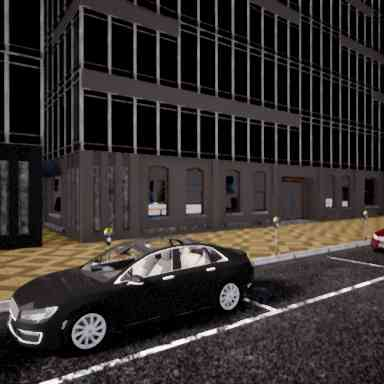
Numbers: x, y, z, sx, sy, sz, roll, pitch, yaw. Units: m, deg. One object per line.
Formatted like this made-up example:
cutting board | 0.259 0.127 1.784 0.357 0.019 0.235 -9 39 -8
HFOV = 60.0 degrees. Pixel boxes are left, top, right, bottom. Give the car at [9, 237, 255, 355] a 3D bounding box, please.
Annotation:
car | -0.797 1.549 5.992 4.403 1.369 2.008 0 0 -35

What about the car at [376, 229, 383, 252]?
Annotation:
car | 6.986 1.484 8.360 4.902 1.511 2.128 0 0 -35

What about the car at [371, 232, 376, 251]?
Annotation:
car | 8.472 1.572 12.601 4.206 1.307 1.802 0 0 -35
